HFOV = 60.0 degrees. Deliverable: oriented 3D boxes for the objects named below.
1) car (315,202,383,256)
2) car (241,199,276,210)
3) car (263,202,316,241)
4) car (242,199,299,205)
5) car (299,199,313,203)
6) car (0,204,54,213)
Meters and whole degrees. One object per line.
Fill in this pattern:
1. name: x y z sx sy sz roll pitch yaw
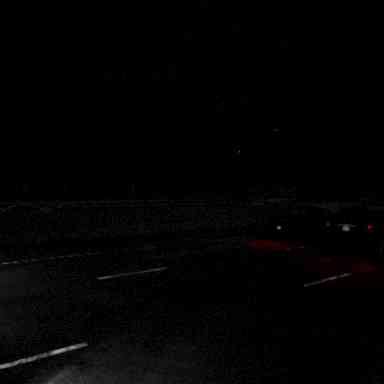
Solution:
1. car: 7.296 1.351 13.252 4.553 1.767 2.097 0 0 -36
2. car: 8.952 1.653 44.729 4.718 1.301 1.895 0 0 -35
3. car: 5.993 1.479 16.621 5.008 1.535 1.882 0 0 -36
4. car: 7.244 1.503 30.653 5.008 1.535 1.882 0 0 -35
5. car: 14.511 1.611 44.360 5.357 1.411 2.033 0 0 -35
6. car: -11.365 1.518 21.681 4.674 1.442 1.812 0 0 -36
